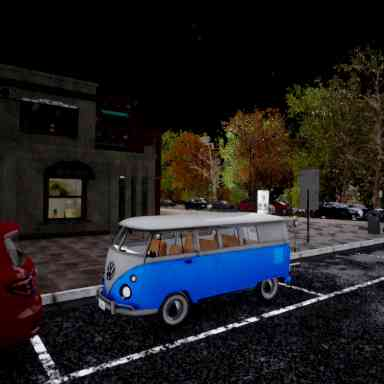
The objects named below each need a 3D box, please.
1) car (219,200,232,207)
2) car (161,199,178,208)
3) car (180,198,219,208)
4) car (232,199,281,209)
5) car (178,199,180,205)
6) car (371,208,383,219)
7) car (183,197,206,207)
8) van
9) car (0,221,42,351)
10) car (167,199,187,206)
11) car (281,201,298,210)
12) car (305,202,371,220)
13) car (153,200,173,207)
[{"bbox_3d":[3.872,1.880,46.118,2.033,1.411,5.357,1,-1,-34],"label":"car"},{"bbox_3d":[-4.821,2.041,59.108,2.033,1.411,5.357,1,-1,-34],"label":"car"},{"bbox_3d":[0.883,1.787,44.745,2.128,1.511,4.902,1,-1,-34],"label":"car"},{"bbox_3d":[6.849,1.538,35.928,2.097,1.767,4.553,1,-1,-34],"label":"car"},{"bbox_3d":[0.008,2.024,57.833,1.812,1.442,4.674,1,-1,-34],"label":"car"},{"bbox_3d":[14.832,1.733,29.929,1.895,1.301,4.718,1,-1,-34],"label":"car"},{"bbox_3d":[0.443,1.935,63.013,2.097,1.767,4.553,1,-1,-34],"label":"car"},{"bbox_3d":[0.225,1.342,6.716,3.998,1.788,1.690,0,1,-35],"label":"van"},{"bbox_3d":[-4.282,1.315,3.491,5.009,1.841,2.192,0,1,-35],"label":"car"},{"bbox_3d":[-3.075,2.171,68.129,1.812,1.442,4.674,1,-1,-34],"label":"car"},{"bbox_3d":[9.750,1.751,37.434,1.812,1.442,4.674,1,-1,-34],"label":"car"},{"bbox_3d":[11.993,1.583,28.306,2.128,1.511,4.902,1,-1,-34],"label":"car"},{"bbox_3d":[-5.783,2.204,66.330,1.895,1.301,4.718,1,-1,-34],"label":"car"}]
